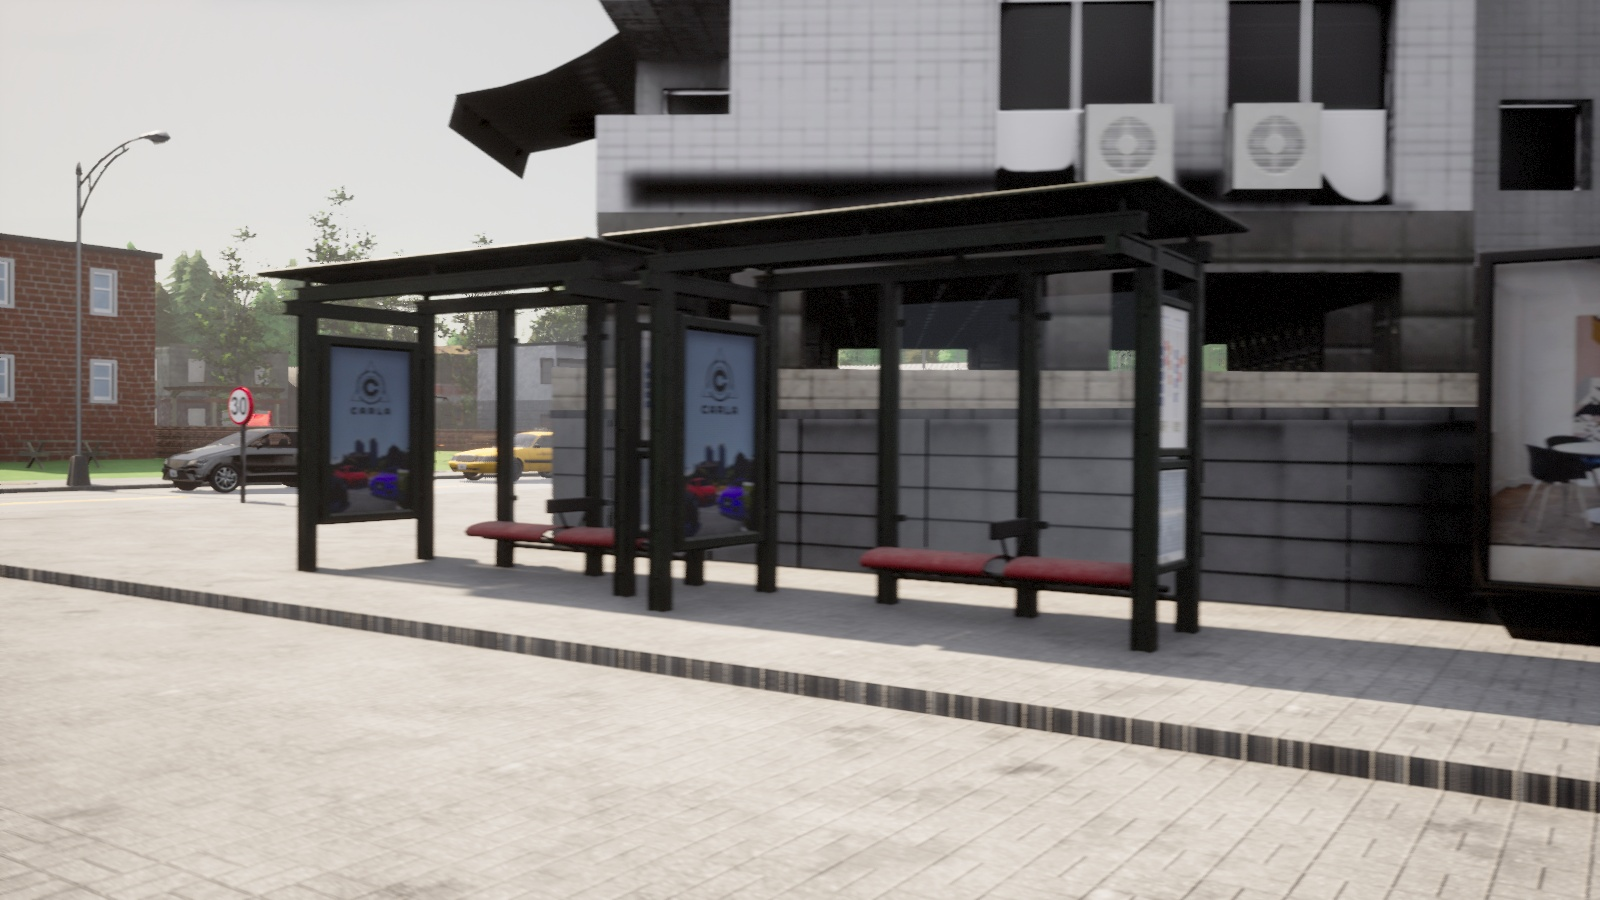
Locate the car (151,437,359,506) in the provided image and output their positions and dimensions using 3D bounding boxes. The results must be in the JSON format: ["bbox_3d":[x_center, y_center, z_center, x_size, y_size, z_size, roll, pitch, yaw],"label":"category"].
[{"bbox_3d":[-12.838,0.454,29.826,1.816,1.474,4.193,0,1,34],"label":"car"}]

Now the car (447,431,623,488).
[{"bbox_3d":[-7.791,0.230,37.438,1.801,1.575,5.366,0,1,34],"label":"car"}]
